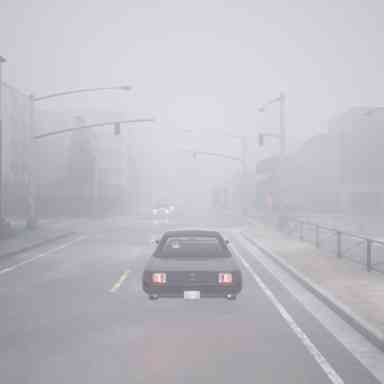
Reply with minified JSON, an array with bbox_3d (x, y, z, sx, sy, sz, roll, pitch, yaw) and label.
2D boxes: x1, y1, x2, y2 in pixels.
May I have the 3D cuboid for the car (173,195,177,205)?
[{"bbox_3d":[-3.963,1.598,54.349,1.895,1.301,4.718,0,0,0],"label":"car"}]

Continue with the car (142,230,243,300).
[{"bbox_3d":[0.009,1.600,8.329,1.895,1.301,4.718,0,0,0],"label":"car"}]

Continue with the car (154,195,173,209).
[{"bbox_3d":[-3.903,1.502,44.338,1.837,1.490,4.892,0,0,0],"label":"car"}]

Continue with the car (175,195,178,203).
[{"bbox_3d":[-3.979,1.347,68.632,2.097,1.767,4.553,0,0,0],"label":"car"}]

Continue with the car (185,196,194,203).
[{"bbox_3d":[-0.458,1.488,66.611,2.128,1.511,4.902,0,0,0],"label":"car"}]
